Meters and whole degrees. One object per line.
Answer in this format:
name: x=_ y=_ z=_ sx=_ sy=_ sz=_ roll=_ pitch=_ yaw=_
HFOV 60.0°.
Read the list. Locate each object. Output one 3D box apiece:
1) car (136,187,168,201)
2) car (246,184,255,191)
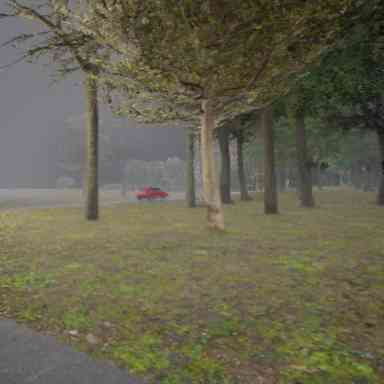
car: x=-5.917 y=0.222 z=49.657 sx=2.150 sy=2.045 sz=5.566 roll=-3 pitch=0 yaw=34
car: x=15.929 y=-1.240 z=93.895 sx=2.150 sy=2.045 sz=5.566 roll=-3 pitch=1 yaw=35
